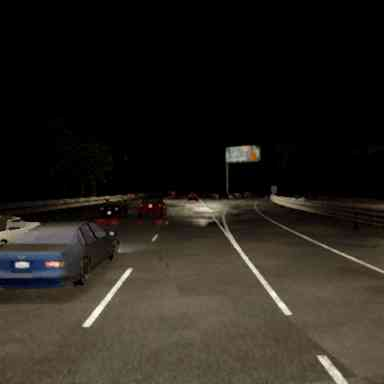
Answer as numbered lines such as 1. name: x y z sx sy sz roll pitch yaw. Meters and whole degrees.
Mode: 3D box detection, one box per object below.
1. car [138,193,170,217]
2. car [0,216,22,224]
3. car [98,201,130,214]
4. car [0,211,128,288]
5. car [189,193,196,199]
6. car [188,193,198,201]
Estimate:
1. car: -3.373 1.187 29.108 2.097 1.767 4.553 0 0 0
2. car: -6.891 1.522 11.913 1.895 1.301 4.718 1 0 0
3. car: -6.880 1.431 29.893 1.895 1.301 4.718 0 0 0
4. car: -3.395 1.495 9.164 2.033 1.411 5.357 0 0 0
5. car: 0.088 0.951 84.441 1.812 1.442 4.674 0 1 0
6. car: 0.167 1.108 66.871 1.812 1.442 4.674 0 0 0
